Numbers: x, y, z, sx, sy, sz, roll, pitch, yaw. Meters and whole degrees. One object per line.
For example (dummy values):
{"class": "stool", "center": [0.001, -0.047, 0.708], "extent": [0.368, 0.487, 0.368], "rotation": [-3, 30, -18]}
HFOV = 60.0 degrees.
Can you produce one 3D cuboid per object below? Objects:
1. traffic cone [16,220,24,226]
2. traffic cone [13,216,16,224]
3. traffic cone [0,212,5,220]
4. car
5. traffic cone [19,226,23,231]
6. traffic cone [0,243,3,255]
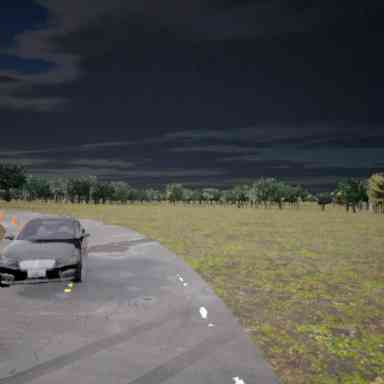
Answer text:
{"class": "traffic cone", "center": [-9.908, 1.958, 19.414], "extent": [0.340, 0.580, 0.340], "rotation": [0, 0, -29]}
{"class": "traffic cone", "center": [-12.458, 1.956, 23.393], "extent": [0.340, 0.580, 0.340], "rotation": [0, 0, -36]}
{"class": "traffic cone", "center": [-15.428, 1.948, 27.067], "extent": [0.340, 0.580, 0.340], "rotation": [1, 0, -42]}
{"class": "car", "center": [-4.000, 1.496, 9.543], "extent": [2.128, 1.511, 4.902], "rotation": [0, 0, -16]}
{"class": "traffic cone", "center": [-7.811, 1.958, 15.180], "extent": [0.340, 0.580, 0.340], "rotation": [0, 0, -23]}
{"class": "traffic cone", "center": [-6.193, 1.956, 10.740], "extent": [0.340, 0.580, 0.340], "rotation": [0, 0, -17]}
